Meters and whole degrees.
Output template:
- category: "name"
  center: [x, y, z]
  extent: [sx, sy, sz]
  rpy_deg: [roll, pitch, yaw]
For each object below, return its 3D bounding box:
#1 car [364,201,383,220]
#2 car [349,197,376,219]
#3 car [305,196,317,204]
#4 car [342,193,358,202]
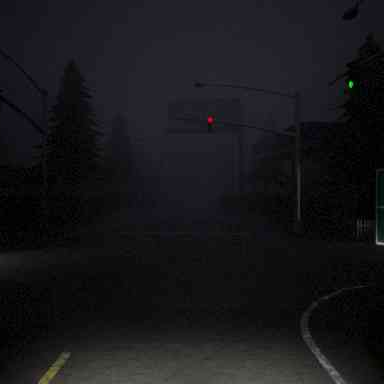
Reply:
- category: "car"
  center: [18.707, 1.675, 30.646]
  extent: [4.611, 1.667, 2.242]
  rpy_deg: [0, 0, 0]
- category: "car"
  center: [14.378, 1.507, 24.978]
  extent: [3.866, 1.878, 1.905]
  rpy_deg: [0, 0, 0]
- category: "car"
  center: [22.529, 1.559, 64.041]
  extent: [1.970, 1.475, 3.806]
  rpy_deg: [0, 0, 0]
- category: "car"
  center: [34.936, 1.497, 71.827]
  extent: [2.007, 1.523, 4.514]
  rpy_deg: [0, 0, 0]
